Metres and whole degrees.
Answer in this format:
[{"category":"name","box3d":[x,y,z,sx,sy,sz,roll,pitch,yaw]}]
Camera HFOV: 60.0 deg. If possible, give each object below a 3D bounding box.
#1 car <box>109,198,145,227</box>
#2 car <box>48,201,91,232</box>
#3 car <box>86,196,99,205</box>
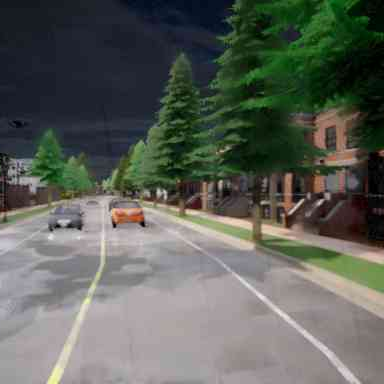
[{"category":"car","box3d":[-4.517,1.382,23.124,2.097,1.767,4.553,0,0,-14]},{"category":"car","box3d":[-7.657,1.540,20.664,2.128,1.511,4.902,0,0,-15]},{"category":"car","box3d":[-18.053,1.465,60.286,2.097,1.767,4.553,0,0,-14]}]
